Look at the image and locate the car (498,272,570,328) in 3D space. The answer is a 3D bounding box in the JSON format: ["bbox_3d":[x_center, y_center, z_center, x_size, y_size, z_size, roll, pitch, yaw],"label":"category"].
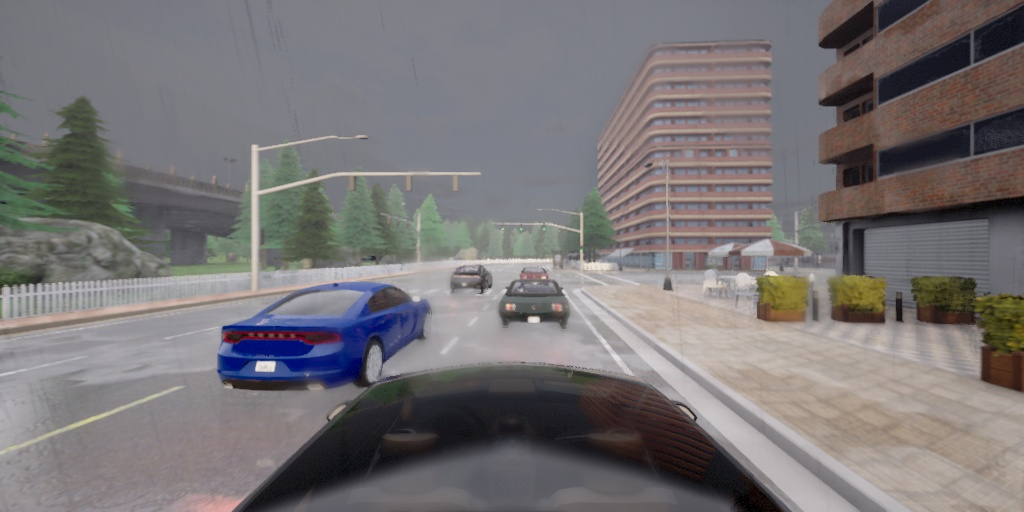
[{"bbox_3d":[0.705,1.364,11.481,1.895,1.301,4.718,0,0,3],"label":"car"}]

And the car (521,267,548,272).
[{"bbox_3d":[1.517,1.397,24.673,1.895,1.301,4.718,0,-1,4],"label":"car"}]

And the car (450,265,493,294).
[{"bbox_3d":[-2.237,1.259,20.553,2.128,1.511,4.902,0,0,4],"label":"car"}]

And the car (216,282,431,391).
[{"bbox_3d":[-2.990,1.231,6.966,1.882,1.535,5.008,0,0,2],"label":"car"}]
